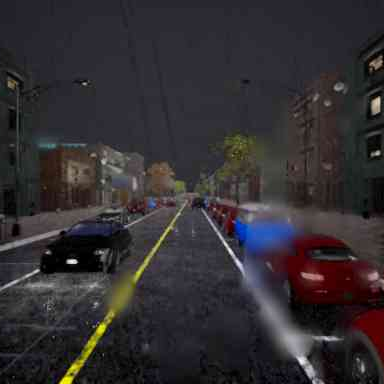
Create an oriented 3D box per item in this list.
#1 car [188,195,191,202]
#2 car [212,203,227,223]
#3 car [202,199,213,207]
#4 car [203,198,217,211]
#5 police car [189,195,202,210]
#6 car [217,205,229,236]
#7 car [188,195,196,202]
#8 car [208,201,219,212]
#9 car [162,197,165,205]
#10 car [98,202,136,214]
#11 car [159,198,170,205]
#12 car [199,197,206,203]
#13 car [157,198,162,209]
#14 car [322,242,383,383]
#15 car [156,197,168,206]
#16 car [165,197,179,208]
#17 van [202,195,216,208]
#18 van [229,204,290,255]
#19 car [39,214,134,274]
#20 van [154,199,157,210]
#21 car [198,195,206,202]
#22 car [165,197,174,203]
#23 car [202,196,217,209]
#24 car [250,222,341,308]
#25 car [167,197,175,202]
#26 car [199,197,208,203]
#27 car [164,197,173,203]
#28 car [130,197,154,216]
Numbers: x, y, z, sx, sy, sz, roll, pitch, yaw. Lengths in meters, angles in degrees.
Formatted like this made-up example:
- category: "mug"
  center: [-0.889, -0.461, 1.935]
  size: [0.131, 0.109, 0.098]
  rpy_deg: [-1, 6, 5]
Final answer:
- category: "car"
  center: [0.828, 1.649, 57.821]
  size: [2.097, 1.767, 4.553]
  rpy_deg: [0, 0, -1]
- category: "car"
  center: [2.684, 1.709, 24.390]
  size: [1.802, 1.307, 4.206]
  rpy_deg: [-1, 0, 0]
- category: "car"
  center: [2.679, 1.879, 57.680]
  size: [1.802, 1.307, 4.206]
  rpy_deg: [-1, 0, 0]
- category: "car"
  center: [2.681, 1.794, 41.035]
  size: [1.802, 1.307, 4.206]
  rpy_deg: [-1, 0, 0]
- category: "police car"
  center: [0.893, 1.672, 47.972]
  size: [1.930, 1.638, 5.238]
  rpy_deg: [0, 0, 0]
- category: "car"
  center: [2.685, 1.643, 18.842]
  size: [1.887, 1.381, 4.507]
  rpy_deg: [-1, 0, 0]
- category: "car"
  center: [-0.012, 1.595, 83.192]
  size: [2.097, 1.767, 4.553]
  rpy_deg: [0, 0, 0]
- category: "car"
  center: [2.683, 1.737, 29.939]
  size: [1.802, 1.307, 4.206]
  rpy_deg: [-1, 0, 0]
- category: "car"
  center: [-5.701, 1.812, 52.129]
  size: [1.887, 1.381, 4.507]
  rpy_deg: [-1, 0, 0]
- category: "car"
  center: [-5.697, 1.676, 24.387]
  size: [2.008, 1.369, 4.403]
  rpy_deg: [-1, 0, 0]
- category: "car"
  center: [-5.703, 1.896, 68.774]
  size: [1.887, 1.381, 4.507]
  rpy_deg: [-1, 0, 0]
- category: "car"
  center: [2.675, 1.963, 85.591]
  size: [1.752, 1.417, 4.829]
  rpy_deg: [-1, 0, 0]
- category: "car"
  center: [-5.701, 1.679, 46.581]
  size: [1.967, 1.590, 4.097]
  rpy_deg: [-1, 0, 0]
- category: "car"
  center: [2.686, 1.453, 2.198]
  size: [1.967, 1.590, 4.097]
  rpy_deg: [-1, 0, 0]
- category: "car"
  center: [-5.704, 1.763, 63.226]
  size: [1.967, 1.590, 4.097]
  rpy_deg: [-1, 0, 0]
- category: "car"
  center: [-3.066, 1.837, 53.348]
  size: [1.994, 1.385, 4.181]
  rpy_deg: [0, 0, 0]
- category: "van"
  center: [2.678, 1.581, 46.585]
  size: [1.690, 1.788, 3.998]
  rpy_deg: [-1, 0, 0]
- category: "van"
  center: [2.683, 1.411, 13.295]
  size: [1.690, 1.788, 3.998]
  rpy_deg: [-1, 0, 0]
- category: "car"
  center: [-3.101, 1.619, 10.579]
  size: [1.994, 1.385, 4.181]
  rpy_deg: [0, 0, 0]
- category: "van"
  center: [-5.702, 1.552, 41.033]
  size: [1.690, 1.788, 3.998]
  rpy_deg: [-1, 0, 0]
- category: "car"
  center: [2.671, 1.779, 90.972]
  size: [2.192, 1.841, 5.009]
  rpy_deg: [-1, 0, 0]
- category: "car"
  center: [-5.706, 1.986, 85.418]
  size: [2.008, 1.369, 4.403]
  rpy_deg: [-1, 0, 0]
- category: "car"
  center: [2.678, 1.583, 52.133]
  size: [2.192, 1.841, 5.009]
  rpy_deg: [-1, 0, 0]
- category: "car"
  center: [2.687, 1.623, 7.746]
  size: [1.802, 1.307, 4.206]
  rpy_deg: [-1, 0, 0]
- category: "car"
  center: [-5.706, 2.045, 90.967]
  size: [1.802, 1.307, 4.206]
  rpy_deg: [-1, 0, 0]
- category: "car"
  center: [2.676, 1.974, 79.874]
  size: [1.947, 1.339, 4.313]
  rpy_deg: [-1, 0, 0]
- category: "car"
  center: [-5.705, 1.989, 79.870]
  size: [1.802, 1.307, 4.206]
  rpy_deg: [-1, 0, 0]
- category: "car"
  center: [-5.701, 1.497, 35.485]
  size: [2.192, 1.841, 5.009]
  rpy_deg: [-1, 0, 0]
